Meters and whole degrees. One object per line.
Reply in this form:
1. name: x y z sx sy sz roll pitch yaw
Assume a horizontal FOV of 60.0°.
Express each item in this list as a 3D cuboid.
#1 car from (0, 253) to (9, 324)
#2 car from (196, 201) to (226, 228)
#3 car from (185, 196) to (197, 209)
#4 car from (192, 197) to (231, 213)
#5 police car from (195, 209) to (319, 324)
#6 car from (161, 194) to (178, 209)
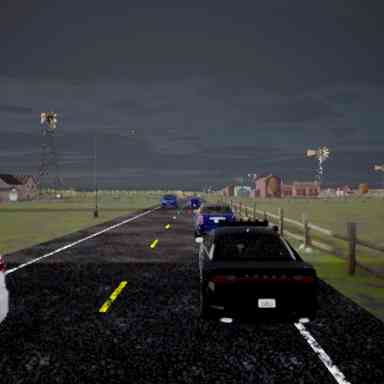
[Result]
1. car: -3.570 1.220 2.254 2.150 2.045 5.566 0 0 0
2. car: 1.229 1.461 23.536 1.801 1.575 5.366 0 0 0
3. car: 0.376 1.558 45.311 1.812 1.442 4.674 0 0 1
4. car: 1.184 1.353 17.317 2.097 1.767 4.553 0 0 0
5. police car: 1.116 1.424 7.455 1.930 1.638 5.238 0 0 0
6. car: -3.153 1.257 47.420 2.150 2.045 5.566 0 0 0
